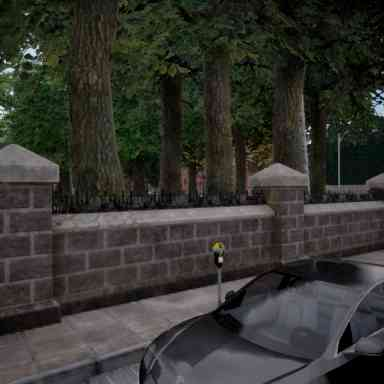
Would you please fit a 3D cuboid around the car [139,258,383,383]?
[{"bbox_3d":[1.505,1.565,3.894,4.313,1.339,1.947,0,-1,-36],"label":"car"}]
